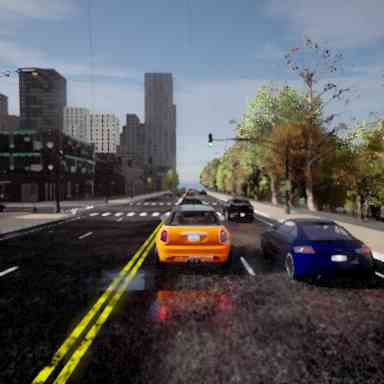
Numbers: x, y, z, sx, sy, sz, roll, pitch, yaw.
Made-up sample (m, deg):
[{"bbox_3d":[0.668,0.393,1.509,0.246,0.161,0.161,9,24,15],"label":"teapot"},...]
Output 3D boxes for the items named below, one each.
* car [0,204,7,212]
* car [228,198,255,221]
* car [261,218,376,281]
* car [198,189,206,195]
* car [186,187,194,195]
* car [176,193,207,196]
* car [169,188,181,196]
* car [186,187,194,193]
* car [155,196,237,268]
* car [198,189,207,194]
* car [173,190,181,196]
[{"bbox_3d":[-20.144,1.364,31.908,4.313,1.339,1.947,-1,2,0],"label":"car"},{"bbox_3d":[3.210,1.166,23.621,1.837,1.490,4.892,0,1,0],"label":"car"},{"bbox_3d":[3.294,1.426,9.471,1.994,1.385,4.181,0,1,0],"label":"car"},{"bbox_3d":[2.694,0.018,92.886,2.128,1.511,4.902,0,1,0],"label":"car"},{"bbox_3d":[-0.556,-0.282,92.892,2.150,2.045,5.566,0,1,0],"label":"car"},{"bbox_3d":[-0.046,1.124,24.688,1.882,1.535,5.008,0,1,0],"label":"car"},{"bbox_3d":[-3.671,0.208,70.770,2.150,2.045,5.566,0,1,0],"label":"car"},{"bbox_3d":[-0.496,0.155,82.836,2.097,1.767,4.553,0,1,0],"label":"car"},{"bbox_3d":[0.036,1.196,10.860,2.097,1.767,4.553,0,1,0],"label":"car"},{"bbox_3d":[2.756,0.304,82.471,1.837,1.490,4.892,0,1,0],"label":"car"},{"bbox_3d":[-3.765,0.220,86.408,1.882,1.535,5.008,0,1,0],"label":"car"}]
